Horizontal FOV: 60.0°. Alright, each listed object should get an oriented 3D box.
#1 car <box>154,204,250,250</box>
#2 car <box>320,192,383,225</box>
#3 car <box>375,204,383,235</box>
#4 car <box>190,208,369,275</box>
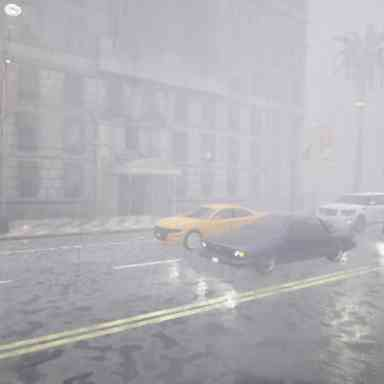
[{"bbox_3d":[0.916,1.233,13.039,5.008,1.535,1.882,0,1,-34],"label":"car"},{"bbox_3d":[9.421,1.034,18.631,5.566,2.045,2.150,0,1,-33],"label":"car"},{"bbox_3d":[10.708,1.427,15.298,4.674,1.442,1.812,0,1,-33],"label":"car"},{"bbox_3d":[2.831,1.397,10.117,5.357,1.411,2.033,0,1,-34],"label":"car"}]
